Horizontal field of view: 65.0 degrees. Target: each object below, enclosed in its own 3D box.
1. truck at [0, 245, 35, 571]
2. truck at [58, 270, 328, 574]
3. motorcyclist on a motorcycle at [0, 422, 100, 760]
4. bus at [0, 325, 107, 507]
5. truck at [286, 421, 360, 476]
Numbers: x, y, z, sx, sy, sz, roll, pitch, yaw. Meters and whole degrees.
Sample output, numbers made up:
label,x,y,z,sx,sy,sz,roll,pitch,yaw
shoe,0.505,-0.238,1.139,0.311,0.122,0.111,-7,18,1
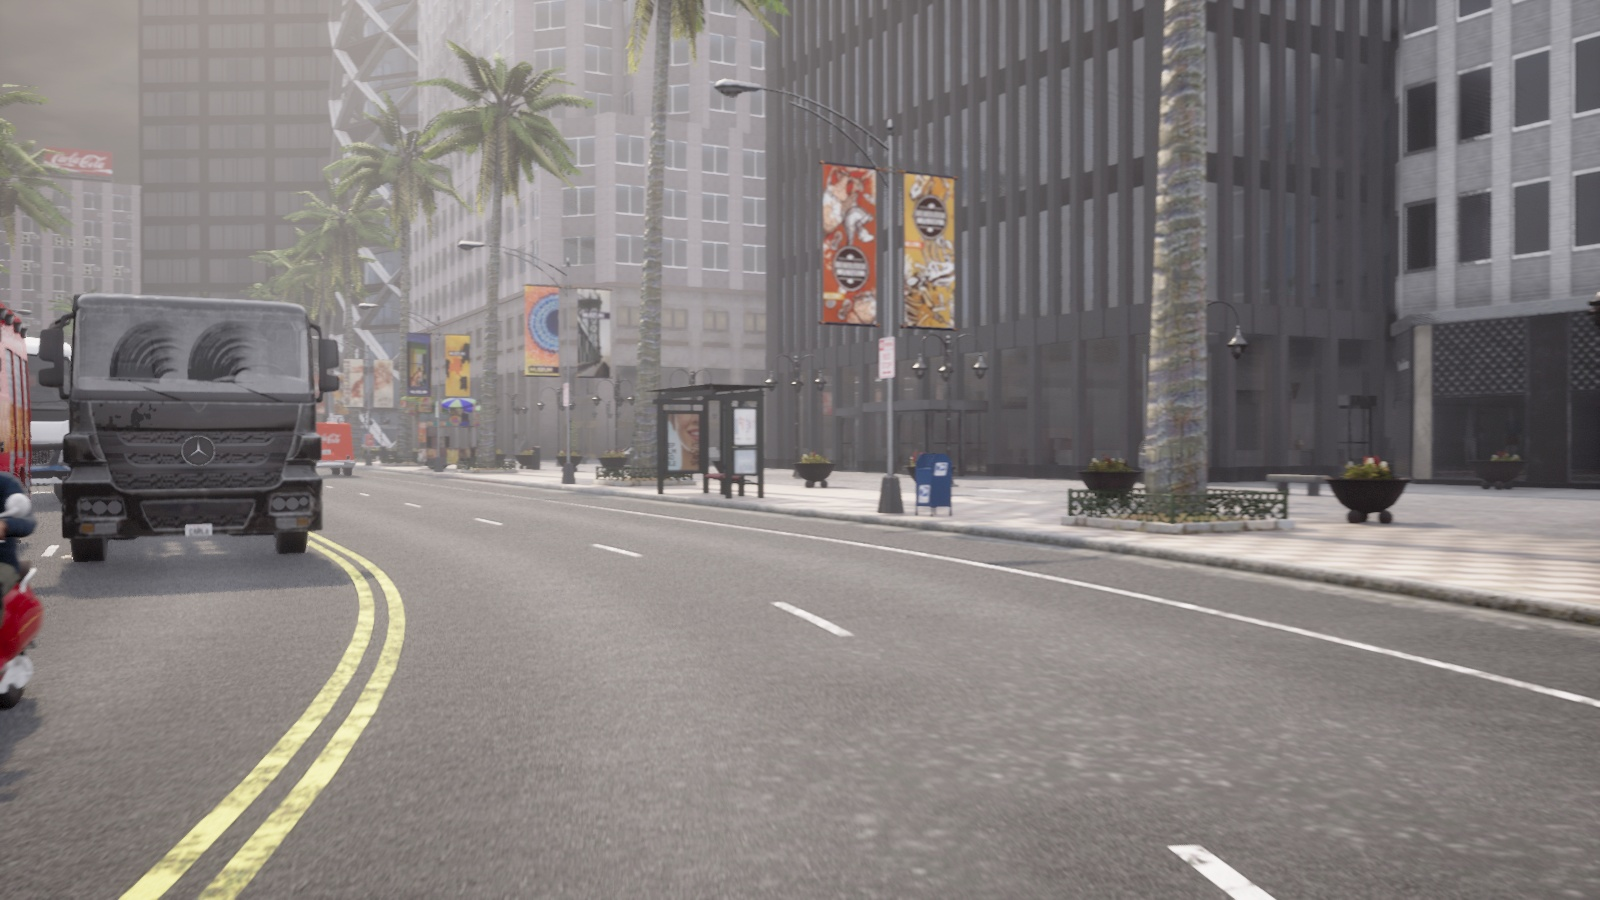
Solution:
label,x,y,z,sx,sy,sz,roll,pitch,yaw
truck,-10.946,-0.498,14.602,2.891,3.827,8.468,0,0,-27
truck,-8.986,-0.338,18.450,2.891,3.462,7.936,0,0,-28
motorcyclist on a motorcycle,-4.314,0.665,6.335,0.866,1.590,1.817,-1,0,-13
bus,-21.046,-0.816,33.819,3.944,4.253,10.273,0,0,-28
truck,-22.512,-0.068,59.088,2.627,2.467,5.204,0,0,-28
